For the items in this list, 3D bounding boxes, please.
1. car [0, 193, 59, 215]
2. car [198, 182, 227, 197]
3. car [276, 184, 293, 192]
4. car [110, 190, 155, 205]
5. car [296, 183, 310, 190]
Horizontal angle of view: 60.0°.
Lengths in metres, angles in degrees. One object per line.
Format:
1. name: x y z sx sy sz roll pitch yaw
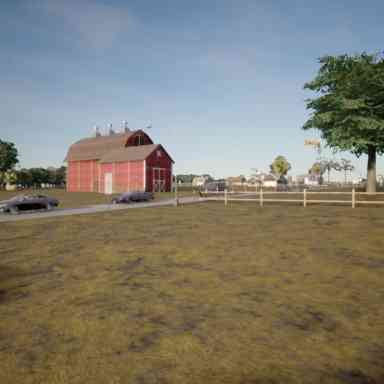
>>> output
1. car: -13.000 0.889 26.282 2.128 1.511 4.902 0 2 35
2. car: 3.128 -0.388 48.912 2.150 2.045 5.566 0 2 36
3. car: 17.940 -0.775 64.730 2.033 1.411 5.357 0 2 35
4. car: -6.278 0.515 35.742 2.033 1.411 5.357 0 2 35
5. car: 24.957 -1.185 74.773 1.837 1.490 4.892 0 2 35
